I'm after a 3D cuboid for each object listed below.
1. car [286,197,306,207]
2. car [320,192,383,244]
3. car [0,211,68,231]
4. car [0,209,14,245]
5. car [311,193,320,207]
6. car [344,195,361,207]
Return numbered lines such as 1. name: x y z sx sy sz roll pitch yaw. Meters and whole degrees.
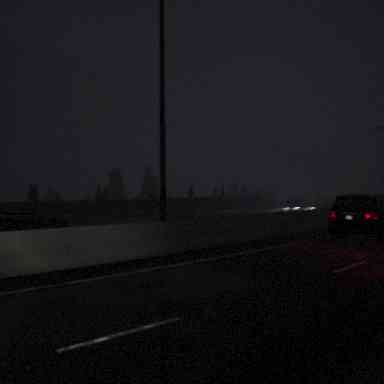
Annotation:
1. car: 14.442 1.353 46.261 1.895 1.301 4.718 0 0 29
2. car: 8.379 1.119 15.471 5.566 2.045 2.150 -1 0 -43
3. car: -6.968 1.485 12.051 4.902 1.511 2.128 0 0 -37
4. car: -10.504 1.554 13.714 5.357 1.411 2.033 0 0 -36
5. car: 17.865 1.229 45.307 2.128 1.511 4.902 0 0 29
6. car: 22.517 1.200 46.632 2.128 1.511 4.902 0 0 27
